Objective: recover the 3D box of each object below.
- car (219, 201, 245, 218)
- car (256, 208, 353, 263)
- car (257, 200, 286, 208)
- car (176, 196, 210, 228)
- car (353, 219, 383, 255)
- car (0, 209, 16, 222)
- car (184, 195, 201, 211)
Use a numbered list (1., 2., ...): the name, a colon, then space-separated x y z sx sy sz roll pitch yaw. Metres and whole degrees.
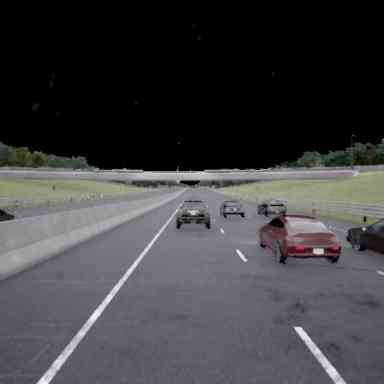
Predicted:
1. car: 3.570 1.517 30.150 2.033 1.411 5.357 0 0 0
2. car: 3.603 1.518 11.762 1.812 1.442 4.674 0 0 0
3. car: 7.071 1.461 29.937 2.128 1.511 4.902 0 0 0
4. car: 0.079 1.332 22.257 2.097 1.767 4.553 0 0 0
5. car: 7.091 1.540 10.890 2.033 1.411 5.357 0 0 0
6. car: -10.546 1.513 16.483 1.812 1.442 4.674 0 0 0
7. car: 0.059 1.306 41.330 2.097 1.767 4.553 0 0 0
